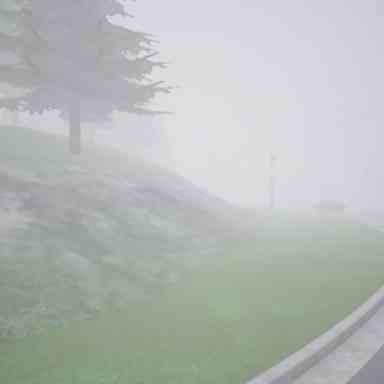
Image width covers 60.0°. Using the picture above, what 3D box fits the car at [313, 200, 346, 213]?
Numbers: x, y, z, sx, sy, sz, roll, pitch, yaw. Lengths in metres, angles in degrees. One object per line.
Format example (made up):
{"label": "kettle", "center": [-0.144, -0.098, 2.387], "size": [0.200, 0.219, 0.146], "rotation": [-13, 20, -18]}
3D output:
{"label": "car", "center": [16.017, 1.645, 39.048], "size": [1.882, 1.535, 5.008], "rotation": [0, 0, -5]}
